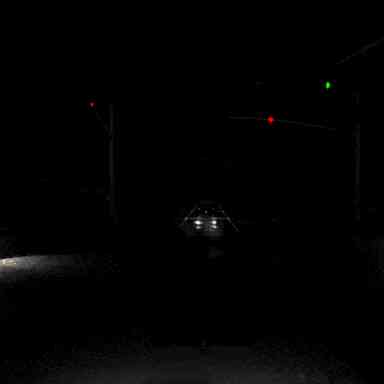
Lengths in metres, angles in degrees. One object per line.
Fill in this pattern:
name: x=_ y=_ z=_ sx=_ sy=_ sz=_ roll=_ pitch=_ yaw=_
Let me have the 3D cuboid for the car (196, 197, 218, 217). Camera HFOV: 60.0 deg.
car: x=1.353 y=1.491 z=31.549 sx=1.812 sy=1.442 sz=4.674 roll=0 pitch=0 yaw=3

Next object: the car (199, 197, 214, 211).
car: x=1.839 y=1.470 z=41.922 sx=1.837 sy=1.490 sz=4.892 roll=0 pitch=0 yaw=3
